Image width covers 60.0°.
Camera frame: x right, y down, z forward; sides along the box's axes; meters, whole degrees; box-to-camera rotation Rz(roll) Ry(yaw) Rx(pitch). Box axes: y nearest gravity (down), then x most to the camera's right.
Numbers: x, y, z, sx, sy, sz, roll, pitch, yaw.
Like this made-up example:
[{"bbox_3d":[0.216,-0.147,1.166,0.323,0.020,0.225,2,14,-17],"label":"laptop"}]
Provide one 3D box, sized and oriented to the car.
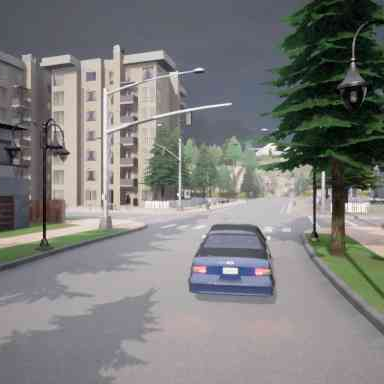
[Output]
[{"bbox_3d":[1.133,1.547,8.810,2.033,1.411,5.357,0,0,9],"label":"car"}]
